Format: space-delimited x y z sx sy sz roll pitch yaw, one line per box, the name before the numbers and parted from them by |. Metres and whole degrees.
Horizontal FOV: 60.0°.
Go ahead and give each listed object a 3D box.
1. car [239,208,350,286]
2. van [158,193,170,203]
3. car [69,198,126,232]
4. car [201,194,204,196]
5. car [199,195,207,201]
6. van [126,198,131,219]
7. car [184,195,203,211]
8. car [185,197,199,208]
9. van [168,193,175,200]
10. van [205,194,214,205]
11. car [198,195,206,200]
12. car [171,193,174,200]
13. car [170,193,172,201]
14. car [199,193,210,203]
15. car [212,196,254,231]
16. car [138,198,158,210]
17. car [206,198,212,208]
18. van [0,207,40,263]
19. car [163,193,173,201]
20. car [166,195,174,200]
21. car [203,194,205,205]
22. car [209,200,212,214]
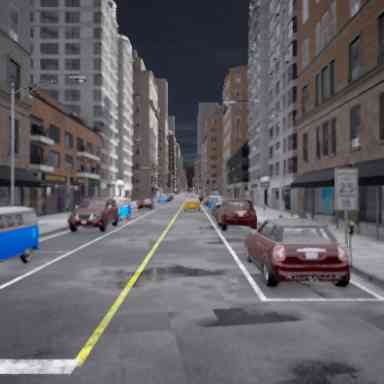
car | 2.669 1.438 9.353 1.967 1.590 4.097 0 0 0
van | -5.848 1.292 65.198 1.690 1.788 3.998 0 0 0
car | -5.855 1.319 20.510 2.192 1.841 5.009 0 0 0
car | 3.120 1.308 59.146 2.097 1.767 4.553 0 0 0
car | 2.680 1.481 81.959 1.947 1.339 4.313 0 0 0
van | -5.854 1.343 26.095 1.690 1.788 3.998 0 0 0
car | 0.052 1.463 39.908 1.882 1.535 5.008 0 0 0
car | 0.007 1.518 50.353 2.033 1.411 5.357 0 0 0
van | -5.844 1.241 93.128 1.690 1.788 3.998 0 0 0
van | 2.674 1.328 37.279 1.690 1.788 3.998 0 0 0
car | 2.681 1.471 87.544 1.947 1.339 4.313 0 0 0
car | -5.846 1.497 76.371 1.947 1.339 4.313 0 0 0
car | -5.847 1.507 70.784 1.947 1.339 4.313 0 0 0
car | 2.679 1.251 70.789 2.192 1.841 5.009 0 0 0
car | 2.671 1.313 20.523 2.192 1.841 5.009 0 0 0
car | -5.851 1.530 42.854 1.887 1.381 4.507 0 0 0
car | 2.673 1.543 31.694 2.008 1.369 4.403 0 0 0
van | -5.857 1.344 9.337 1.690 1.788 3.998 0 0 0
car | -5.845 1.236 81.955 2.192 1.841 5.009 0 0 0
car | -5.845 1.455 87.542 1.887 1.381 4.507 0 0 0
car | 3.152 1.470 52.177 1.837 1.490 4.892 0 0 0
car | 2.672 1.563 26.108 1.947 1.339 4.313 0 0 0
